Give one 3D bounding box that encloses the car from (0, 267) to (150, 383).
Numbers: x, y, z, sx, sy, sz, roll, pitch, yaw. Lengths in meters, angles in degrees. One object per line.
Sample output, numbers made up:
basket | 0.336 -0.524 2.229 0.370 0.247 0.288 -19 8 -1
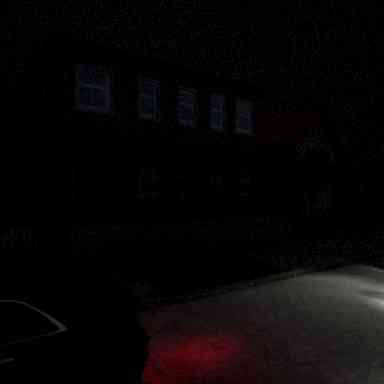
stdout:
car | -2.722 1.502 2.661 4.892 1.490 1.837 1 -1 -35
